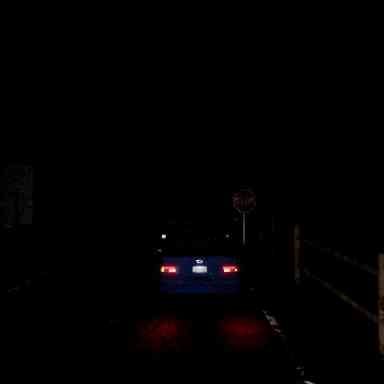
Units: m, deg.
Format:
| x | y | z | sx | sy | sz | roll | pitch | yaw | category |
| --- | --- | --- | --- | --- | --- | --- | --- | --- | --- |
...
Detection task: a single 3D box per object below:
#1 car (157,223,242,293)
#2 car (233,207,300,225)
| x | y | z | sx | sy | sz | roll | pitch | yaw | category |
| --- | --- | --- | --- | --- | --- | --- | --- | --- | --- |
| 0.109 | 1.549 | 8.970 | 2.033 | 1.411 | 5.357 | 0 | 0 | -1 | car |
| 5.419 | 1.729 | 24.710 | 4.718 | 1.301 | 1.895 | 1 | -1 | 1 | car |
